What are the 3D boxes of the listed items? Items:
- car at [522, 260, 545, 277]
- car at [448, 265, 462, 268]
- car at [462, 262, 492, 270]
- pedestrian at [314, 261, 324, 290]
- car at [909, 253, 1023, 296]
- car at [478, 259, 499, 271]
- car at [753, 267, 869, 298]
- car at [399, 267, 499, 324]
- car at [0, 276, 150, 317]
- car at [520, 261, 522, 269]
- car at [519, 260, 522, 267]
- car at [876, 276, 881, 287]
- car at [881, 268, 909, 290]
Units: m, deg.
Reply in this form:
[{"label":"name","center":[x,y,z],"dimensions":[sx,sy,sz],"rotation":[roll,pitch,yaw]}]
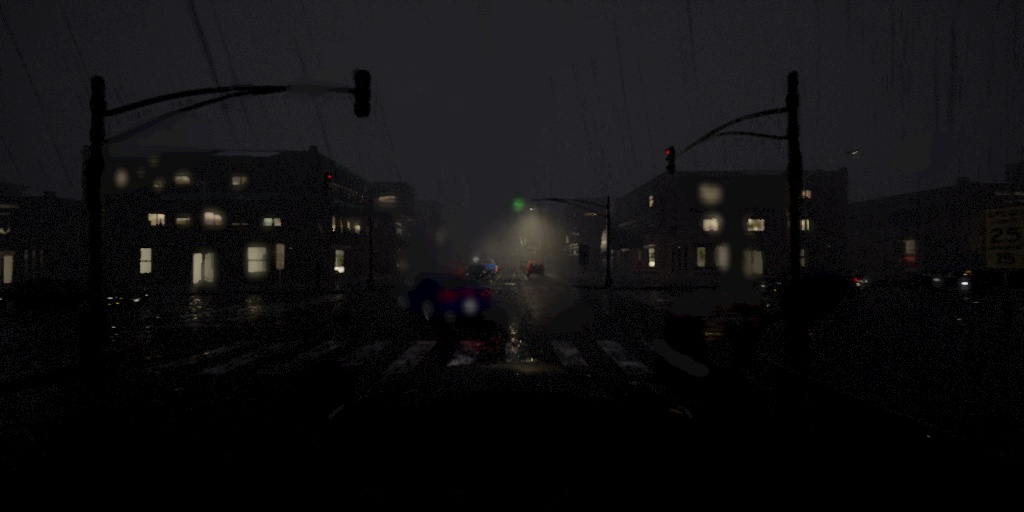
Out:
[{"label":"car","center":[2.688,1.447,41.403],"dimensions":[2.192,1.841,5.009],"rotation":[0,0,0]},{"label":"car","center":[-5.780,1.622,35.882],"dimensions":[1.888,1.381,4.507],"rotation":[0,0,0]},{"label":"car","center":[-3.092,1.547,32.488],"dimensions":[1.837,1.490,4.892],"rotation":[0,-1,0]},{"label":"pedestrian","center":[-12.513,1.237,23.149],"dimensions":[0.375,1.860,0.375],"rotation":[0,0,0]},{"label":"car","center":[23.656,0.831,17.638],"dimensions":[5.566,2.045,2.150],"rotation":[-1,-1,0]},{"label":"car","center":[-3.089,1.364,42.443],"dimensions":[2.150,2.045,5.566],"rotation":[0,-1,1]},{"label":"car","center":[14.363,1.281,17.629],"dimensions":[4.181,1.385,1.994],"rotation":[-1,-1,0]},{"label":"car","center":[-2.480,1.329,12.653],"dimensions":[1.882,1.535,5.008],"rotation":[1,-1,-30]},{"label":"car","center":[-17.510,1.557,14.406],"dimensions":[4.892,1.490,1.837],"rotation":[-1,-1,0]},{"label":"car","center":[2.688,1.868,57.979],"dimensions":[1.948,1.339,4.313],"rotation":[0,0,0]},{"label":"car","center":[2.687,1.911,63.504],"dimensions":[2.007,1.370,4.403],"rotation":[0,0,0]},{"label":"car","center":[17.495,1.277,20.213],"dimensions":[4.313,1.339,1.948],"rotation":[0,0,0]},{"label":"car","center":[23.191,1.227,20.217],"dimensions":[4.207,1.307,1.802],"rotation":[0,0,0]}]
